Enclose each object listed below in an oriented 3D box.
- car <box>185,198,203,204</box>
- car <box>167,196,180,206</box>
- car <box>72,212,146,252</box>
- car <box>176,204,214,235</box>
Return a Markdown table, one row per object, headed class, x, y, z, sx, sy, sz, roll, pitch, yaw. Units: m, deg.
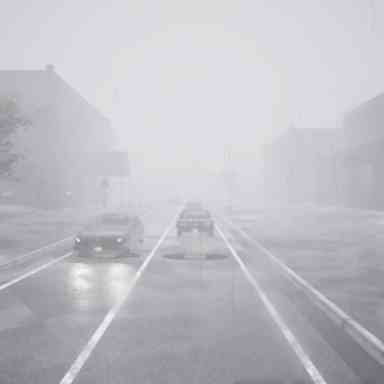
| class | x | y | z | sx | sy | sz | roll | pitch | yaw |
| --- | --- | --- | --- | --- | --- | --- | --- | --- | --- |
| car | 0.240 | 1.422 | 36.795 | 1.882 | 1.535 | 5.008 | 0 | 0 | 0 |
| car | -2.864 | 1.341 | 53.318 | 1.882 | 1.535 | 5.008 | 0 | 0 | 1 |
| car | -3.049 | 1.521 | 13.449 | 2.033 | 1.411 | 5.357 | 0 | -1 | 0 |
| car | 0.169 | 1.593 | 18.535 | 1.895 | 1.301 | 4.718 | 0 | 0 | 0 |
